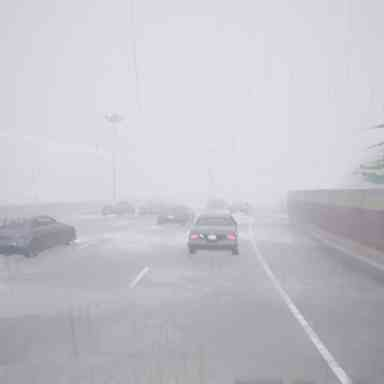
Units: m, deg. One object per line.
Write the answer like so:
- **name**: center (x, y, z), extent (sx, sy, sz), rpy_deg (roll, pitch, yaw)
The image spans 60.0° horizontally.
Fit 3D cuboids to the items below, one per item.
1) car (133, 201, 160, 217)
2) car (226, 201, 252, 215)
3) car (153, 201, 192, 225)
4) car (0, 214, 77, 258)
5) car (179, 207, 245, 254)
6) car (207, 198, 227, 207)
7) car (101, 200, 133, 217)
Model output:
- **car**: center (-3.192, 1.528, 30.406), extent (2.033, 1.411, 5.357), rpy_deg (0, 0, 13)
- **car**: center (5.160, 1.601, 34.666), extent (1.895, 1.301, 4.718), rpy_deg (0, 0, 16)
- **car**: center (-1.020, 1.553, 23.497), extent (1.994, 1.385, 4.181), rpy_deg (0, 0, 10)
- **car**: center (-6.105, 1.544, 12.697), extent (1.994, 1.385, 4.181), rpy_deg (0, 0, 5)
- **car**: center (0.966, 1.545, 13.536), extent (2.033, 1.411, 5.357), rpy_deg (0, 0, 7)
- **car**: center (3.148, 1.498, 40.001), extent (1.837, 1.490, 4.892), rpy_deg (0, 0, 18)
- **car**: center (-6.701, 1.498, 30.582), extent (1.812, 1.442, 4.674), rpy_deg (0, 0, 13)
